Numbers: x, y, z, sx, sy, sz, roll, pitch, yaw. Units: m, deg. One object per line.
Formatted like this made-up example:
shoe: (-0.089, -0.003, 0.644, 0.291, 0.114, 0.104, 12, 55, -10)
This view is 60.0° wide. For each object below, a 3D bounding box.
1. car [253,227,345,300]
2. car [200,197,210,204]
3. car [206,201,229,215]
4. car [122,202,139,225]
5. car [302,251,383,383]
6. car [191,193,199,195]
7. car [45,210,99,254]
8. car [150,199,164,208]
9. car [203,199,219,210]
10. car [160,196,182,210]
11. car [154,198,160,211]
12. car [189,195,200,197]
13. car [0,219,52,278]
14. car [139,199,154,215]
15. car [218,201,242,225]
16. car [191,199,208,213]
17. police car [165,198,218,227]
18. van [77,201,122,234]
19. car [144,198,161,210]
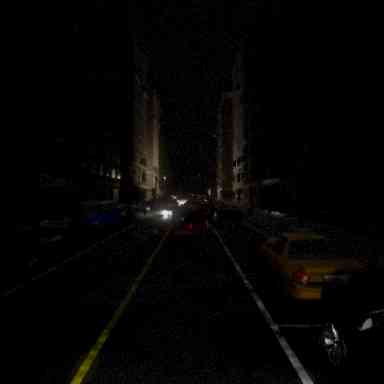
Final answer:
car: (2.635, 1.547, 8.343, 1.752, 1.417, 4.829, 0, 0, 0)
car: (2.618, 1.738, 67.713, 1.802, 1.307, 4.206, 0, 0, 0)
car: (2.627, 1.638, 35.236, 2.008, 1.369, 4.403, 0, 0, 0)
car: (-5.395, 1.502, 24.418, 1.967, 1.590, 4.097, 0, 0, 0)
car: (2.636, 1.574, 2.760, 1.947, 1.339, 4.313, 0, 0, 0)
car: (-0.021, 1.483, 73.484, 1.882, 1.535, 5.008, 0, 0, 0)
car: (-5.392, 1.617, 13.593, 1.802, 1.307, 4.206, 0, 0, 0)
car: (-5.403, 1.708, 51.481, 1.802, 1.307, 4.206, 0, 0, 0)
car: (2.624, 1.679, 46.061, 1.947, 1.339, 4.313, 0, 0, 0)
car: (-2.849, 1.600, 44.360, 2.128, 1.511, 4.902, 0, 0, 0)
car: (-5.400, 1.666, 40.656, 1.947, 1.339, 4.313, 0, 0, 0)
car: (-0.017, 1.704, 58.835, 1.994, 1.385, 4.181, 0, 0, 0)
car: (-5.390, 1.587, 8.180, 1.947, 1.339, 4.313, 0, 0, 0)
car: (-5.398, 1.612, 35.073, 1.752, 1.417, 4.829, 0, 0, 0)
car: (2.630, 1.613, 24.411, 2.008, 1.369, 4.403, 0, 0, 0)
car: (0.814, 1.623, 38.940, 1.812, 1.442, 4.674, 0, 0, 0)
police car: (0.135, 1.484, 23.372, 1.930, 1.638, 5.238, 0, 0, 17)
van: (-5.394, 1.390, 19.006, 1.690, 1.788, 3.998, 0, 0, 0)
car: (-5.401, 1.638, 45.898, 1.752, 1.417, 4.829, 0, 0, 0)
